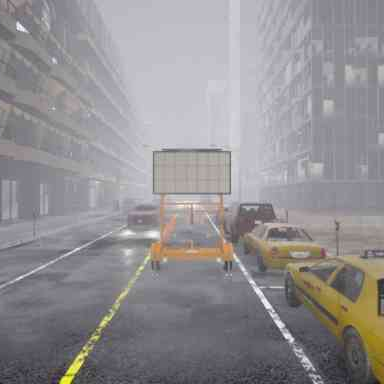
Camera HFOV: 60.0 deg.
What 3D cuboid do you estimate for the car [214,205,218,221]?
[{"bbox_3d":[2.701,1.583,21.495,1.947,1.339,4.313,1,0,0],"label":"car"}]

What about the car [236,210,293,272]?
[{"bbox_3d":[2.702,1.532,10.621,1.752,1.417,4.829,1,0,0],"label":"car"}]

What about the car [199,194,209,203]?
[{"bbox_3d":[2.698,1.473,76.726,2.192,1.841,5.009,1,0,0],"label":"car"}]

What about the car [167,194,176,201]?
[{"bbox_3d":[-5.683,1.545,93.294,2.192,1.841,5.009,1,0,0],"label":"car"}]

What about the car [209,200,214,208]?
[{"bbox_3d":[2.700,1.569,27.019,1.887,1.381,4.507,1,0,0],"label":"car"}]

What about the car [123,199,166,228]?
[{"bbox_3d":[-3.103,1.495,22.478,1.882,1.535,5.008,0,0,0],"label":"car"}]

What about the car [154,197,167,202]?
[{"bbox_3d":[-5.683,1.666,54.633,1.802,1.307,4.206,1,0,0],"label":"car"}]

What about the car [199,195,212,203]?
[{"bbox_3d":[2.697,1.668,60.155,1.947,1.339,4.313,1,0,0],"label":"car"}]

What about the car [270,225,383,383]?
[{"bbox_3d":[2.702,1.528,5.098,1.752,1.417,4.829,1,0,0],"label":"car"}]

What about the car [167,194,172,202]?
[{"bbox_3d":[-5.685,1.725,82.247,1.887,1.381,4.507,1,0,0],"label":"car"}]

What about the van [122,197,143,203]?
[{"bbox_3d":[-5.677,1.374,32.542,1.690,1.788,3.998,1,0,0],"label":"van"}]

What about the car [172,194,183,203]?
[{"bbox_3d":[-3.004,1.632,75.894,1.882,1.535,5.008,0,0,0],"label":"car"}]

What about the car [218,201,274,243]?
[{"bbox_3d":[2.705,1.326,15.973,2.192,1.841,5.009,1,0,0],"label":"car"}]

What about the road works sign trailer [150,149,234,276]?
[{"bbox_3d":[0.000,0.471,10.325,2.380,3.560,2.880,0,0,0],"label":"road works sign trailer"}]
